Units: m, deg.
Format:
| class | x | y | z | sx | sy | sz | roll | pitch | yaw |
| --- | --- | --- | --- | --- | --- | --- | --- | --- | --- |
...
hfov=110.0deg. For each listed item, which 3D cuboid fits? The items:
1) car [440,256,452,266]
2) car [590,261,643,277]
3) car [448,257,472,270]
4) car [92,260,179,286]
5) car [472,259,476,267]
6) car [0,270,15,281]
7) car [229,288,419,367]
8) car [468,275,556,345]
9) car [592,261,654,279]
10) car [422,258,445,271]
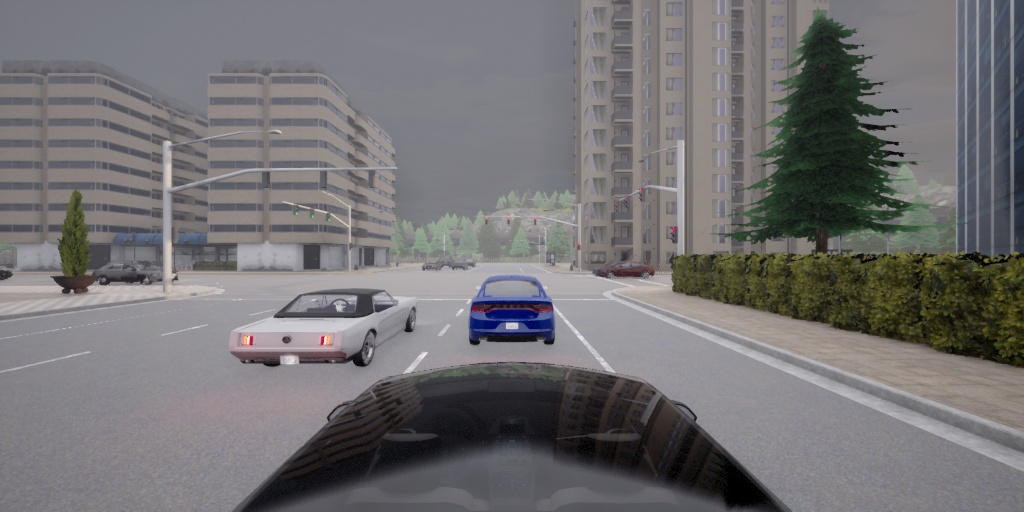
| class | x | y | z | sx | sy | sz | roll | pitch | yaw |
| --- | --- | --- | --- | --- | --- | --- | --- | --- | --- |
| car | -11.101 | 0.973 | 59.843 | 2.150 | 2.045 | 5.566 | 0 | 0 | 0 |
| car | 10.287 | 1.276 | 35.483 | 4.674 | 1.442 | 1.812 | 0 | 0 | 0 |
| car | -7.524 | 1.297 | 52.303 | 2.033 | 1.411 | 5.357 | 0 | 0 | 0 |
| car | -25.948 | 1.241 | 24.810 | 4.902 | 1.511 | 2.128 | 0 | 0 | 1 |
| car | -7.616 | 1.227 | 64.084 | 1.882 | 1.535 | 5.008 | 0 | 0 | 0 |
| car | -42.807 | 1.350 | 28.353 | 4.718 | 1.301 | 1.895 | 0 | 0 | 0 |
| car | -3.497 | 1.351 | 7.873 | 1.895 | 1.301 | 4.718 | 0 | 0 | 0 |
| car | -0.005 | 1.228 | 9.539 | 1.882 | 1.535 | 5.008 | 0 | 0 | 0 |
| car | 9.991 | 1.228 | 31.777 | 5.008 | 1.535 | 1.882 | 0 | 0 | -3 |
| car | -11.011 | 1.314 | 49.409 | 1.994 | 1.385 | 4.181 | 0 | 0 | 0 |
